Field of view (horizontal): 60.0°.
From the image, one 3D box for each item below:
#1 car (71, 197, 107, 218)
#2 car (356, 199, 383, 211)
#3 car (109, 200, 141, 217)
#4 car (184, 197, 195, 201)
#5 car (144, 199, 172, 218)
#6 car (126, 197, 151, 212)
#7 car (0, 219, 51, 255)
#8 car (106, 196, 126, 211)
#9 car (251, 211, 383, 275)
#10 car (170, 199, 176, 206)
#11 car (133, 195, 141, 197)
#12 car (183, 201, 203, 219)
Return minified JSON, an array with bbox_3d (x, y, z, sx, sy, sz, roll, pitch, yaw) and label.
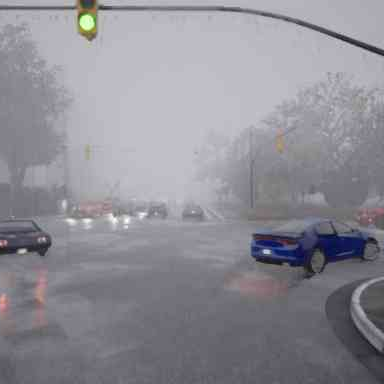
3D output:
[{"bbox_3d":[-10.623,1.640,33.958,2.097,1.767,4.553,0,0,1],"label":"car"},{"bbox_3d":[14.114,1.418,23.004,5.566,2.045,2.150,0,0,-6],"label":"car"},{"bbox_3d":[-7.096,1.866,35.570,1.994,1.385,4.181,0,0,0],"label":"car"},{"bbox_3d":[-0.535,1.813,66.553,2.097,1.767,4.553,0,0,-4],"label":"car"},{"bbox_3d":[-3.404,1.796,34.225,1.837,1.490,4.892,0,0,0],"label":"car"},{"bbox_3d":[-7.069,1.846,44.380,1.882,1.535,5.008,0,0,0],"label":"car"},{"bbox_3d":[-7.096,1.711,12.927,1.895,1.301,4.718,1,-1,-39],"label":"car"},{"bbox_3d":[-10.566,1.584,43.544,2.150,2.045,5.566,0,0,0],"label":"car"},{"bbox_3d":[4.149,1.572,10.944,5.008,1.535,1.882,0,-2,-36],"label":"car"},{"bbox_3d":[-3.997,2.006,65.727,2.033,1.411,5.357,0,0,-4],"label":"car"},{"bbox_3d":[-10.929,1.675,64.340,2.150,2.045,5.566,0,0,-3],"label":"car"},{"bbox_3d":[0.096,1.842,32.707,1.994,1.385,4.181,0,0,0],"label":"car"}]
